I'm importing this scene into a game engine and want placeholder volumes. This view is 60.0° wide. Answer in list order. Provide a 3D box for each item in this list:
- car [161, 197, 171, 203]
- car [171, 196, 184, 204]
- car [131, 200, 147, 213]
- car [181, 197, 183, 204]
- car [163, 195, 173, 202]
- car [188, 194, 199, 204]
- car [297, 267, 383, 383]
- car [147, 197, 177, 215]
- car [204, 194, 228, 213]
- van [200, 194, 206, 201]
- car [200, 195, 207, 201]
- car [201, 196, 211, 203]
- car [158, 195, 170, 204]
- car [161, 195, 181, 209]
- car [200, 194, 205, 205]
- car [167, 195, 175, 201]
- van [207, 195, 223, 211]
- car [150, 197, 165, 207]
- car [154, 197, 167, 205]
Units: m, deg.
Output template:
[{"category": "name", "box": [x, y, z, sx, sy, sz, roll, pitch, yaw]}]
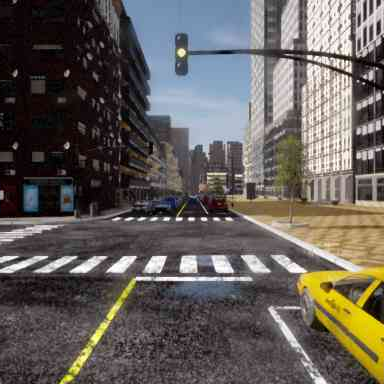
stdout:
[{"category": "car", "box": [-5.412, 1.637, 69.601, 1.802, 1.307, 4.206, 0, 0, 0]}, {"category": "car", "box": [-2.741, 1.537, 64.010, 2.128, 1.511, 4.902, 0, 0, 0]}, {"category": "car", "box": [-5.546, 1.562, 36.441, 2.008, 1.369, 4.403, 0, 0, 0]}, {"category": "car", "box": [-2.851, 1.535, 53.765, 1.837, 1.490, 4.892, 0, 0, 1]}, {"category": "car", "box": [-5.390, 1.504, 75.128, 1.967, 1.590, 4.097, 0, 0, 0]}, {"category": "car", "box": [0.266, 1.612, 65.611, 1.994, 1.385, 4.181, 0, 0, 0]}, {"category": "car", "box": [2.702, 1.525, 4.165, 1.752, 1.417, 4.829, 0, 0, 0]}, {"category": "car", "box": [-2.960, 1.557, 34.133, 2.033, 1.411, 5.357, 0, 0, 0]}, {"category": "car", "box": [2.832, 1.326, 36.408, 2.192, 1.841, 5.009, 0, 0, 0]}, {"category": "van", "box": [3.057, 1.438, 91.672, 1.690, 1.788, 3.998, 0, 0, 0]}, {"category": "car", "box": [3.036, 1.611, 86.316, 1.752, 1.417, 4.829, 0, 0, 0]}, {"category": "car", "box": [2.968, 1.599, 69.567, 1.887, 1.381, 4.507, 0, 0, 0]}, {"category": "car", "box": [-5.435, 1.486, 64.074, 1.967, 1.590, 4.097, 0, 0, 0]}, {"category": "car", "box": [-2.910, 1.495, 43.952, 1.882, 1.535, 5.008, 0, 0, 0]}, {"category": "car", "box": [2.922, 1.352, 58.513, 2.192, 1.841, 5.009, 0, 0, 0]}, {"category": "car", "box": [-5.345, 1.610, 86.011, 1.752, 1.417, 4.829, 0, 0, 0]}, {"category": "van", "box": [2.855, 1.357, 41.933, 1.690, 1.788, 3.998, 0, 0, 0]}, {"category": "car", "box": [-5.479, 1.580, 53.021, 2.008, 1.369, 4.403, 0, 0, 0]}, {"category": "car", "box": [-5.457, 1.582, 58.547, 1.887, 1.381, 4.507, 0, 0, 0]}]
